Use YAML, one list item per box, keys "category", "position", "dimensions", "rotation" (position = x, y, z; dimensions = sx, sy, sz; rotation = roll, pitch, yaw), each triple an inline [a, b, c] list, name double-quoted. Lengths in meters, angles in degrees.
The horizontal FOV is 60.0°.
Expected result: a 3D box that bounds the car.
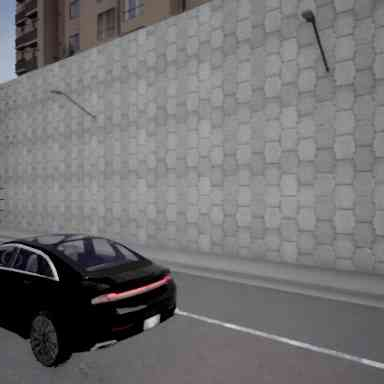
- category: "car"
  position: [-2.498, 1.489, 5.772]
  dimensions: [4.902, 1.511, 2.128]
  rotation: [0, 0, 35]
